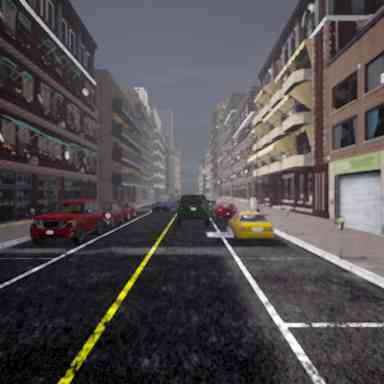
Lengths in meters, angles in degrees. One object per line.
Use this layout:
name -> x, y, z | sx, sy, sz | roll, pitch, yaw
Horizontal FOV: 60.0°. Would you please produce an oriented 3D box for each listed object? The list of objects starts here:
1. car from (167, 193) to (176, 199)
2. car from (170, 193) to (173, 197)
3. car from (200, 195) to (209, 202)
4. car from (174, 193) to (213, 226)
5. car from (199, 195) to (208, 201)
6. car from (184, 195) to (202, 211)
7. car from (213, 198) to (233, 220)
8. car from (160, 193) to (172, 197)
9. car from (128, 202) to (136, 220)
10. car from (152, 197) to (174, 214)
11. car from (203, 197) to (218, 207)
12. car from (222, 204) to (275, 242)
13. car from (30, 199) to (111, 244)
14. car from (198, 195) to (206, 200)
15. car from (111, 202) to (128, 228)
car -> -5.714, 1.120, 94.727 | 2.192, 1.841, 5.009 | 0, 0, 0
car -> -5.710, 1.404, 72.182 | 2.008, 1.369, 4.403 | 0, 0, 0
car -> 2.672, 1.378, 72.350 | 1.752, 1.417, 4.829 | 0, 0, 0
car -> 0.092, 1.170, 23.255 | 2.150, 2.045, 5.566 | 0, -1, 0
car -> 2.670, 1.407, 77.817 | 1.947, 1.339, 4.313 | 0, 0, 0
car -> 0.088, 1.270, 40.701 | 2.097, 1.767, 4.553 | 0, 0, 0
car -> 2.684, 1.492, 27.091 | 1.887, 1.381, 4.507 | 0, 0, 0
car -> -5.707, 1.416, 66.545 | 2.008, 1.369, 4.403 | 0, 0, 0
car -> -5.696, 1.492, 27.093 | 1.887, 1.381, 4.507 | 0, 0, 0
car -> -3.010, 1.533, 34.370 | 1.895, 1.301, 4.718 | 0, 0, 0
car -> 2.678, 1.452, 49.635 | 2.008, 1.369, 4.403 | 0, 0, 0
car -> 2.687, 1.494, 15.988 | 1.752, 1.417, 4.829 | 0, 0, 0
car -> -5.692, 1.284, 15.820 | 2.192, 1.841, 5.009 | 0, 0, 0
car -> 2.667, 1.399, 89.089 | 1.802, 1.307, 4.206 | 0, 0, 0
car -> -5.695, 1.398, 21.455 | 1.967, 1.590, 4.097 | 0, 0, 0
